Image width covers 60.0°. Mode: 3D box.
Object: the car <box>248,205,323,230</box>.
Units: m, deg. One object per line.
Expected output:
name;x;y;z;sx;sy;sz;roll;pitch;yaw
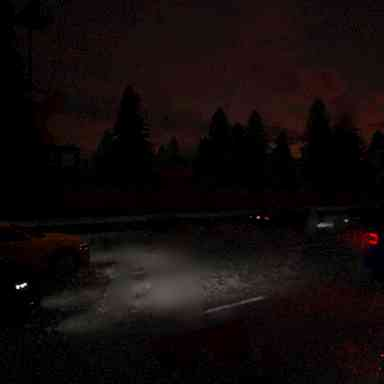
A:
car;5.914;1.542;20.862;5.357;1.411;2.033;0;0;-35

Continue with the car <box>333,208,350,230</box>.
car;10.189;1.558;19.622;4.181;1.385;1.994;0;0;-36

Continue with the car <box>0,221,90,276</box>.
car;-5.216;1.478;8.625;5.008;1.535;1.882;0;0;-36

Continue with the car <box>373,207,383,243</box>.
car;10.784;1.472;15.747;5.008;1.535;1.882;0;0;-36

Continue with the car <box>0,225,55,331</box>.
car;-4.795;1.493;4.625;4.902;1.511;2.128;0;0;-36

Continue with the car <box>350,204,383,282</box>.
car;6.622;1.220;8.475;5.566;2.045;2.150;0;0;-36
